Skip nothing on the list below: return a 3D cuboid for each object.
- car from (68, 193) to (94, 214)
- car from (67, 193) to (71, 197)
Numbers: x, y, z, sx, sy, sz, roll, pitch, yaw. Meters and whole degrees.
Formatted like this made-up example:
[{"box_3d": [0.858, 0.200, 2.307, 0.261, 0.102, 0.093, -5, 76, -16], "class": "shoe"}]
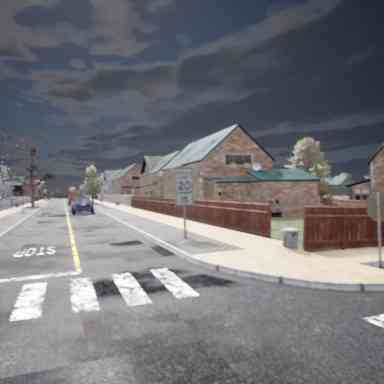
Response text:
[{"box_3d": [-11.495, 1.310, 34.727, 2.097, 1.767, 4.553, -2, 1, -21], "class": "car"}, {"box_3d": [-19.176, 1.210, 54.490, 2.150, 2.045, 5.566, -2, 1, -21], "class": "car"}]
